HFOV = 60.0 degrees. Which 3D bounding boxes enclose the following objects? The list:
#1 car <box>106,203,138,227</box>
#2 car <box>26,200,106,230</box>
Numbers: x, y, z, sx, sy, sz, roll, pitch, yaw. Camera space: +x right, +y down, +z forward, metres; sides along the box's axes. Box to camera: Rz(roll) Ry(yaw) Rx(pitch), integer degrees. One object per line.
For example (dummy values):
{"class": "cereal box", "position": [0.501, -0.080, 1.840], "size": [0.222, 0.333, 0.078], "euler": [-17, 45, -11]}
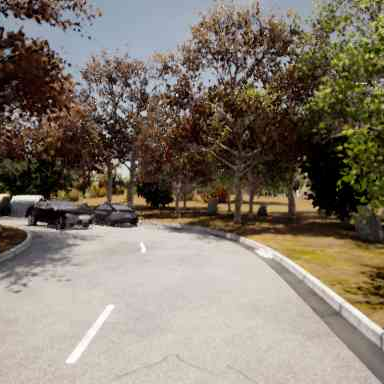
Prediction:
{"class": "car", "position": [-5.324, 1.419, 21.509], "size": [4.181, 1.385, 1.994], "euler": [0, -2, 44]}
{"class": "car", "position": [-7.492, 1.237, 18.846], "size": [4.902, 1.511, 2.128], "euler": [0, -2, 37]}
